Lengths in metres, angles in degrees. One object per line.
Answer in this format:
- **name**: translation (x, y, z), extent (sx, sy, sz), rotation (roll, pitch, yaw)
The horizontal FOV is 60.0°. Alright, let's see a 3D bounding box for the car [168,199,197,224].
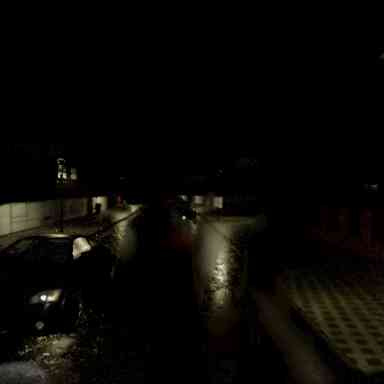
- **car**: translation (-0.685, 1.521, 25.204), extent (1.837, 1.490, 4.892), rotation (0, 0, -3)

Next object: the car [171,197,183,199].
- **car**: translation (-1.956, 1.407, 42.271), extent (2.097, 1.767, 4.553), rotation (0, 0, -5)

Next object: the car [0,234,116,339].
- **car**: translation (-2.873, 1.570, 6.658), extent (1.994, 1.385, 4.181), rotation (0, 0, 0)
